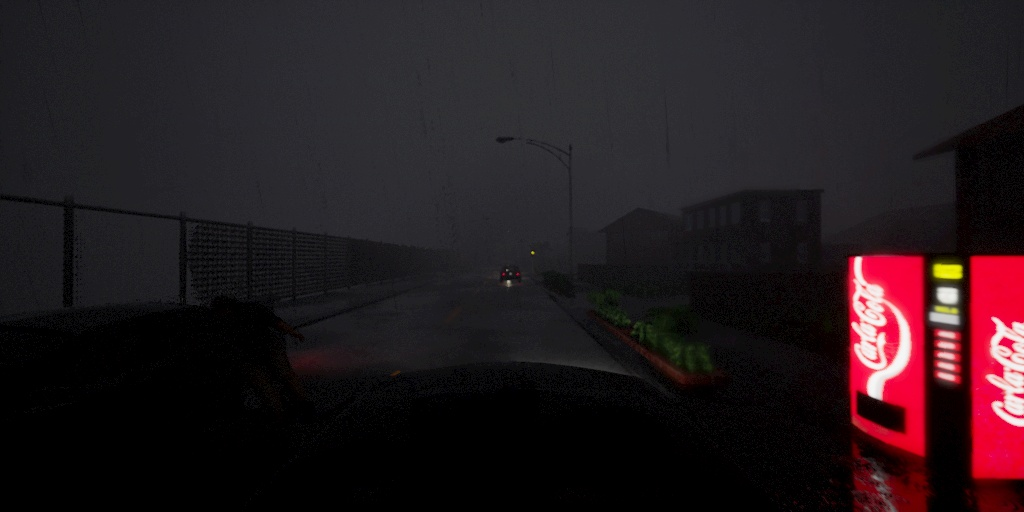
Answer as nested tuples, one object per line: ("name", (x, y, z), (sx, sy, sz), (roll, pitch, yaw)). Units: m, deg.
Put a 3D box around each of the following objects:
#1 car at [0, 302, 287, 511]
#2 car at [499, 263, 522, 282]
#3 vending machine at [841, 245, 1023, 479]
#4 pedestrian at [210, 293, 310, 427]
("car", (-4.109, 1.267, 3.143), (1.837, 1.490, 4.892), (0, 0, -1))
("car", (-0.118, 1.502, 31.075), (2.033, 1.411, 5.357), (0, 0, 0))
("vending machine", (4.290, 0.957, 3.603), (1.100, 2.100, 0.880), (0, 0, 0))
("pedestrian", (-3.004, 1.157, 4.254), (0.375, 1.860, 0.375), (7, 27, 24))
